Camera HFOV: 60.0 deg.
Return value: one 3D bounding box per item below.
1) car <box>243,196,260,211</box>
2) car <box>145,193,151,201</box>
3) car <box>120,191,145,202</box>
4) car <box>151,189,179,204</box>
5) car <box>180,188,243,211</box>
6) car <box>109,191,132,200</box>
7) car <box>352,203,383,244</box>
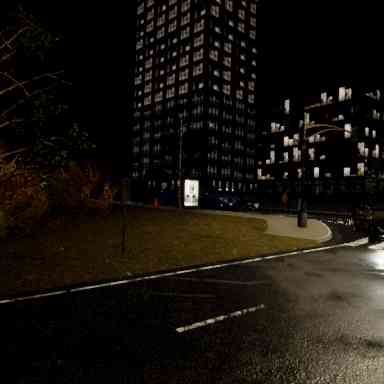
[{"bbox_3d":[4.430,1.046,32.563,2.128,1.511,4.902,3,-1,-40],"label":"car"},{"bbox_3d":[-6.879,0.900,55.992,1.994,1.385,4.181,3,-1,-41],"label":"car"},{"bbox_3d":[-9.529,0.639,49.010,1.882,1.535,5.008,3,-1,-41],"label":"car"},{"bbox_3d":[-2.821,0.621,46.539,2.150,2.045,5.566,3,-1,-41],"label":"car"},{"bbox_3d":[1.640,0.650,30.866,2.150,2.045,5.566,3,-1,-40],"label":"car"},{"bbox_3d":[-13.630,0.643,63.405,2.128,1.511,4.902,3,-1,-43],"label":"car"},{"bbox_3d":[8.828,1.327,15.360,1.837,1.490,4.892,-1,3,13],"label":"car"}]
